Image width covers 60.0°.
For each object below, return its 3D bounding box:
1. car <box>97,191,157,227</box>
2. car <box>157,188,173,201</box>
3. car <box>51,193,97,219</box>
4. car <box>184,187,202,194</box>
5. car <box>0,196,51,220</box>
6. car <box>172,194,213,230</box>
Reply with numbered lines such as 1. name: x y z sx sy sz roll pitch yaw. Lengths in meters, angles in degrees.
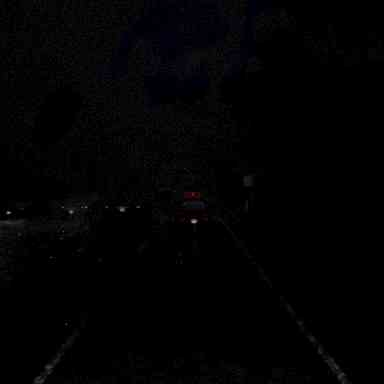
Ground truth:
1. car: -3.399 0.822 18.310 2.097 1.767 4.553 0 2 0
2. car: -3.398 0.263 40.380 1.882 1.535 5.008 0 2 0
3. car: -7.096 0.846 22.007 2.128 1.511 4.902 0 2 0
4. car: 0.102 0.208 38.103 2.097 1.767 4.553 0 2 0
5. car: -10.596 0.945 21.206 1.994 1.385 4.181 0 2 0
6. car: 0.087 1.037 16.984 1.812 1.442 4.674 0 2 0
